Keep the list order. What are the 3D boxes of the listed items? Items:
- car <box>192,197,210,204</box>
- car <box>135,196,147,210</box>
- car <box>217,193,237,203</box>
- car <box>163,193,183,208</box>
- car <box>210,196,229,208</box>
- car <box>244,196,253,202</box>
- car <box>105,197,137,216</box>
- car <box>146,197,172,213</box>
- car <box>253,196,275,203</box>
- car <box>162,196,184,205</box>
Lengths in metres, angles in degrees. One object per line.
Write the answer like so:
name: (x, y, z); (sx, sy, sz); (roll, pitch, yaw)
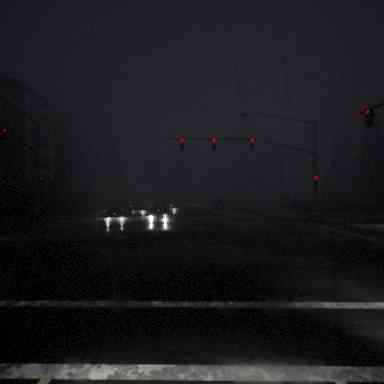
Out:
car: (1.860, 1.579, 63.885); (1.895, 1.301, 4.718); (0, 0, 28)
car: (-6.860, 1.340, 43.080); (2.097, 1.767, 4.553); (0, 0, 1)
car: (6.839, 1.199, 65.570); (2.150, 2.045, 5.566); (0, 0, 35)
car: (-2.914, 1.206, 49.431); (2.150, 2.045, 5.566); (0, 0, 10)
car: (3.844, 1.585, 46.165); (1.895, 1.301, 4.718); (0, 0, 5)
car: (13.759, 1.515, 73.738); (5.357, 1.411, 2.033); (0, 0, -39)
car: (-6.944, 1.537, 32.213); (2.033, 1.411, 5.357); (0, 0, -1)
car: (-3.515, 1.589, 36.641); (1.895, 1.301, 4.718); (0, 0, -1)
car: (15.647, 1.500, 70.711); (4.674, 1.442, 1.812); (0, 0, -43)
car: (-3.380, 1.527, 60.883); (2.033, 1.411, 5.357); (0, 0, 22)
